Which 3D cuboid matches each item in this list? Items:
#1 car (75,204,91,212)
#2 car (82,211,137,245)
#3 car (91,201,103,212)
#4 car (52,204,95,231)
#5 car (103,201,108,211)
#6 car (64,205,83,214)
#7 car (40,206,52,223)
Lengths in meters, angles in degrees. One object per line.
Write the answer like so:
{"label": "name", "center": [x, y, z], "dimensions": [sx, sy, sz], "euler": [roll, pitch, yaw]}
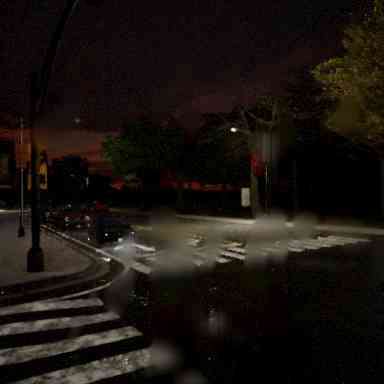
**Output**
{"label": "car", "center": [-21.390, 3.066, 65.043], "dimensions": [1.994, 1.385, 4.181], "euler": [0, -1, -32]}
{"label": "car", "center": [-4.824, 2.118, 19.406], "dimensions": [2.033, 1.411, 5.357], "euler": [-1, -1, -26]}
{"label": "car", "center": [-14.980, 2.506, 48.364], "dimensions": [2.097, 1.767, 4.553], "euler": [-1, -1, -31]}
{"label": "car", "center": [-9.866, 2.123, 27.463], "dimensions": [2.097, 1.767, 4.553], "euler": [-1, -1, -32]}
{"label": "car", "center": [-15.786, 2.497, 55.968], "dimensions": [2.150, 2.045, 5.566], "euler": [0, -1, -32]}
{"label": "car", "center": [-20.355, 2.917, 56.993], "dimensions": [2.033, 1.411, 5.357], "euler": [0, -1, -32]}
{"label": "car", "center": [-15.004, 2.329, 35.790], "dimensions": [2.097, 1.767, 4.553], "euler": [-1, -1, -32]}
